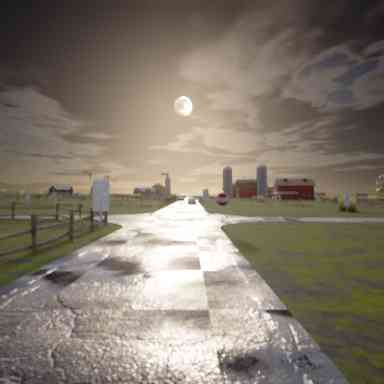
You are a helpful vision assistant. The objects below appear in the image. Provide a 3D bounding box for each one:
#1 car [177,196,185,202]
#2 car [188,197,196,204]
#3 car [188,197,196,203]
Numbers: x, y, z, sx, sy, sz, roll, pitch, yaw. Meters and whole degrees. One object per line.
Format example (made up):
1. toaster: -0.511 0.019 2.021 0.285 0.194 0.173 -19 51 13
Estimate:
1. car: -2.767 1.724 82.688 1.837 1.490 4.892 0 0 0
2. car: -0.014 2.103 77.264 2.033 1.411 5.357 0 0 0
3. car: -0.016 2.006 87.687 1.882 1.535 5.008 0 0 0
